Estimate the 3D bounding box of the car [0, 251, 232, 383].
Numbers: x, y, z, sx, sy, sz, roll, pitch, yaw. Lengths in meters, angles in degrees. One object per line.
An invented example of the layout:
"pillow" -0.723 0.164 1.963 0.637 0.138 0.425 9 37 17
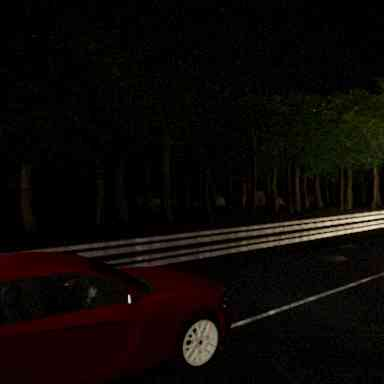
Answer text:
"car" -1.731 1.470 3.929 5.008 1.535 1.882 -1 0 -36
